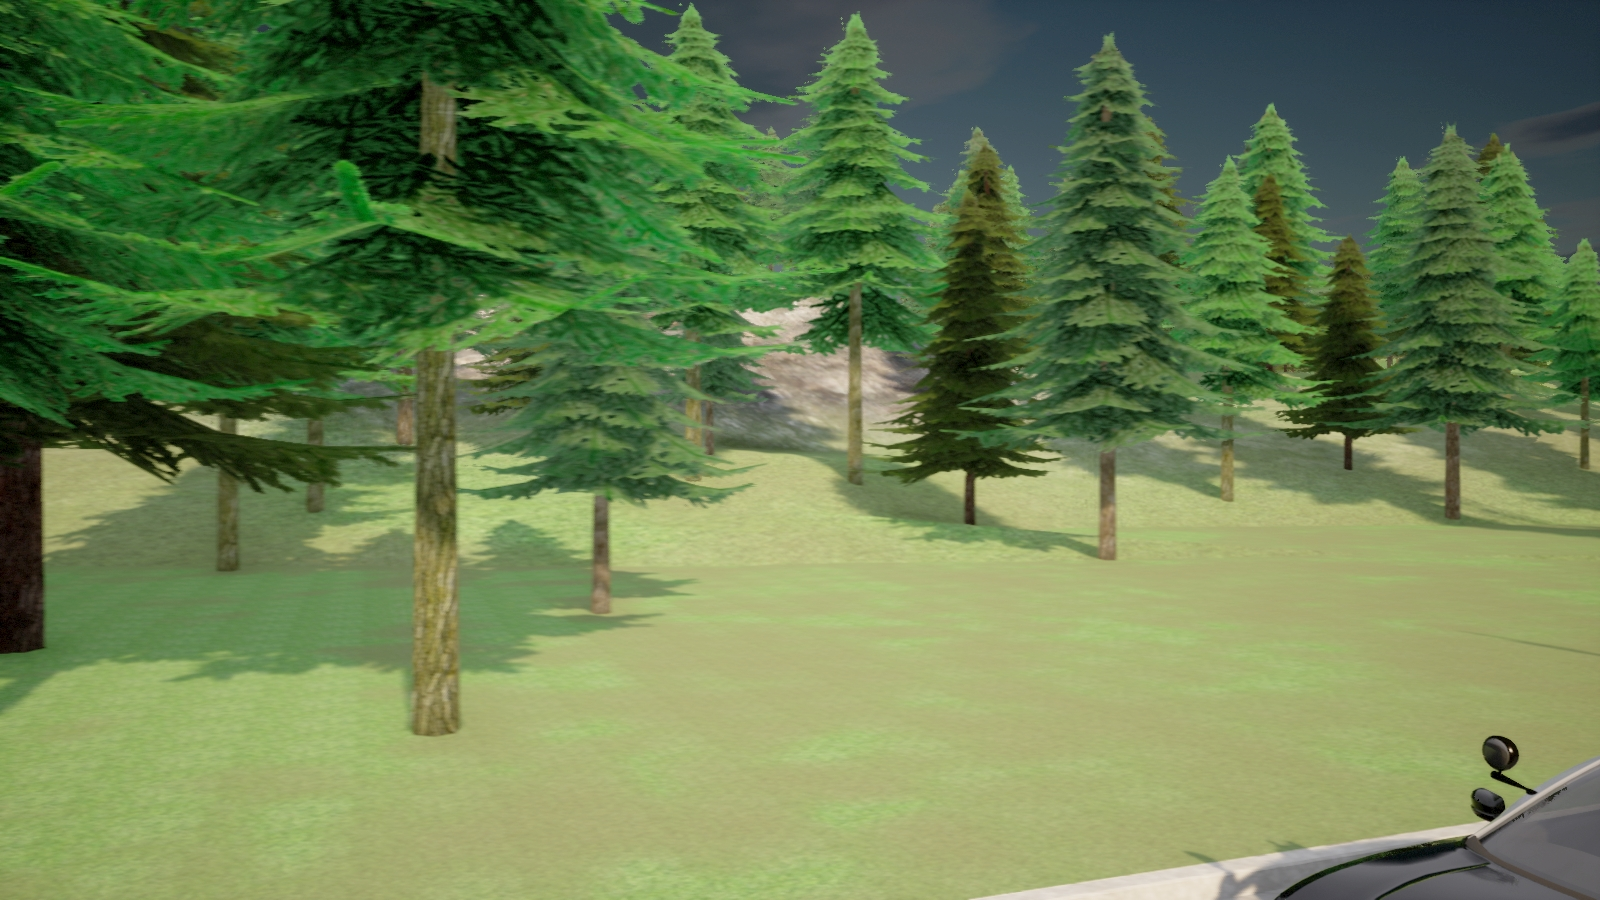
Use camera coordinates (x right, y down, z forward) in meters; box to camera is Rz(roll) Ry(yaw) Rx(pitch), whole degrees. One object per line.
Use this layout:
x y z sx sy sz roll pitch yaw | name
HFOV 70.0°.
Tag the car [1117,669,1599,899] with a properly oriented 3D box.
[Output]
4.217 1.982 4.948 5.238 1.638 2.097 0 0 -20 | car
